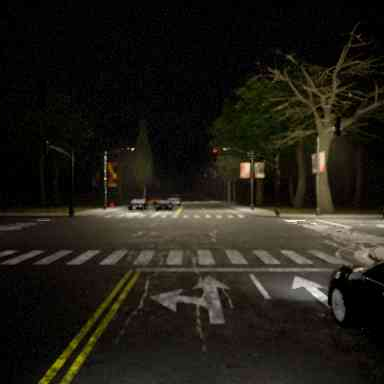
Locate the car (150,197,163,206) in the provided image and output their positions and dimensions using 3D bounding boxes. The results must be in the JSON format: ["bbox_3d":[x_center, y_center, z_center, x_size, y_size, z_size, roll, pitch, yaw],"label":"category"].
[{"bbox_3d":[-6.543,1.766,61.371,1.882,1.535,5.008,0,-1,0],"label":"car"}]

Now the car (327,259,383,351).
[{"bbox_3d":[3.342,1.515,4.142,1.837,1.490,4.892,0,0,1],"label":"car"}]

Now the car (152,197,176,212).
[{"bbox_3d":[-3.356,1.697,40.634,1.994,1.385,4.181,0,0,0],"label":"car"}]

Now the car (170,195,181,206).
[{"bbox_3d":[-3.286,1.520,62.175,2.150,2.045,5.566,0,-1,0],"label":"car"}]

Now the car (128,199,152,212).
[{"bbox_3d":[-6.606,1.625,40.774,2.128,1.511,4.902,0,0,0],"label":"car"}]

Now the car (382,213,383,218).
[{"bbox_3d":[17.836,1.718,26.943,4.181,1.385,1.994,0,0,0],"label":"car"}]
